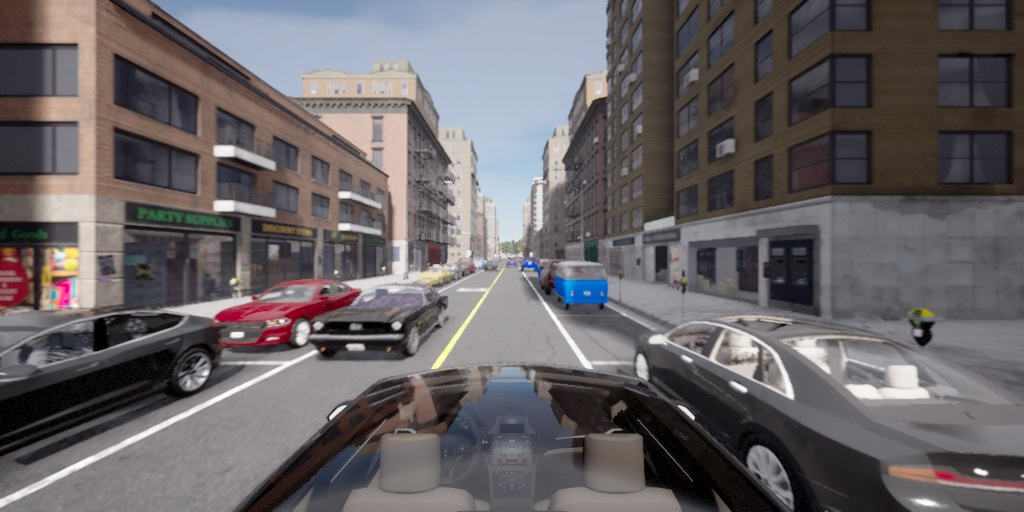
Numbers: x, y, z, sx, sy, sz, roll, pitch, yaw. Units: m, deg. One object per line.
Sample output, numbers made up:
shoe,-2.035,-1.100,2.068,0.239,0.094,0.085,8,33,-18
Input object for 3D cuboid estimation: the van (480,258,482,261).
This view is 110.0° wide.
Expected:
van,-5.385,1.182,57.958,1.690,1.789,3.998,0,0,0

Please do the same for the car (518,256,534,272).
car,2.273,1.053,48.066,2.150,2.045,5.566,0,0,0

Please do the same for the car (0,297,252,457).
car,-5.405,1.320,3.896,1.948,1.339,4.313,0,0,0

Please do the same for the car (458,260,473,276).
car,-5.393,1.372,36.333,1.948,1.339,4.313,0,0,0

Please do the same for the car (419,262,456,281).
car,-5.397,1.315,25.352,1.751,1.417,4.829,0,0,0

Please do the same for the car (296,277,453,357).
car,-2.838,1.363,8.723,1.895,1.301,4.718,0,0,0

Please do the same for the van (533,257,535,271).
van,2.682,1.129,25.522,1.690,1.789,3.998,0,0,0

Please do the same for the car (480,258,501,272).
car,-2.824,1.331,48.667,1.837,1.490,4.892,0,0,0

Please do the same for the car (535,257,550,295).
car,2.686,1.095,20.116,2.192,1.841,5.009,0,0,0

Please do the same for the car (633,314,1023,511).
car,2.700,1.304,3.897,2.007,1.370,4.403,0,0,0

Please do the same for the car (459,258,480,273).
car,-5.391,1.130,41.740,2.192,1.841,5.009,0,0,0

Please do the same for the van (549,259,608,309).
van,2.691,1.112,14.709,1.690,1.789,3.998,0,0,0

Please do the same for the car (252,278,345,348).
car,-5.403,1.308,9.302,1.888,1.381,4.507,0,0,0

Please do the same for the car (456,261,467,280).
car,-5.395,1.348,30.927,2.007,1.370,4.403,0,0,0
